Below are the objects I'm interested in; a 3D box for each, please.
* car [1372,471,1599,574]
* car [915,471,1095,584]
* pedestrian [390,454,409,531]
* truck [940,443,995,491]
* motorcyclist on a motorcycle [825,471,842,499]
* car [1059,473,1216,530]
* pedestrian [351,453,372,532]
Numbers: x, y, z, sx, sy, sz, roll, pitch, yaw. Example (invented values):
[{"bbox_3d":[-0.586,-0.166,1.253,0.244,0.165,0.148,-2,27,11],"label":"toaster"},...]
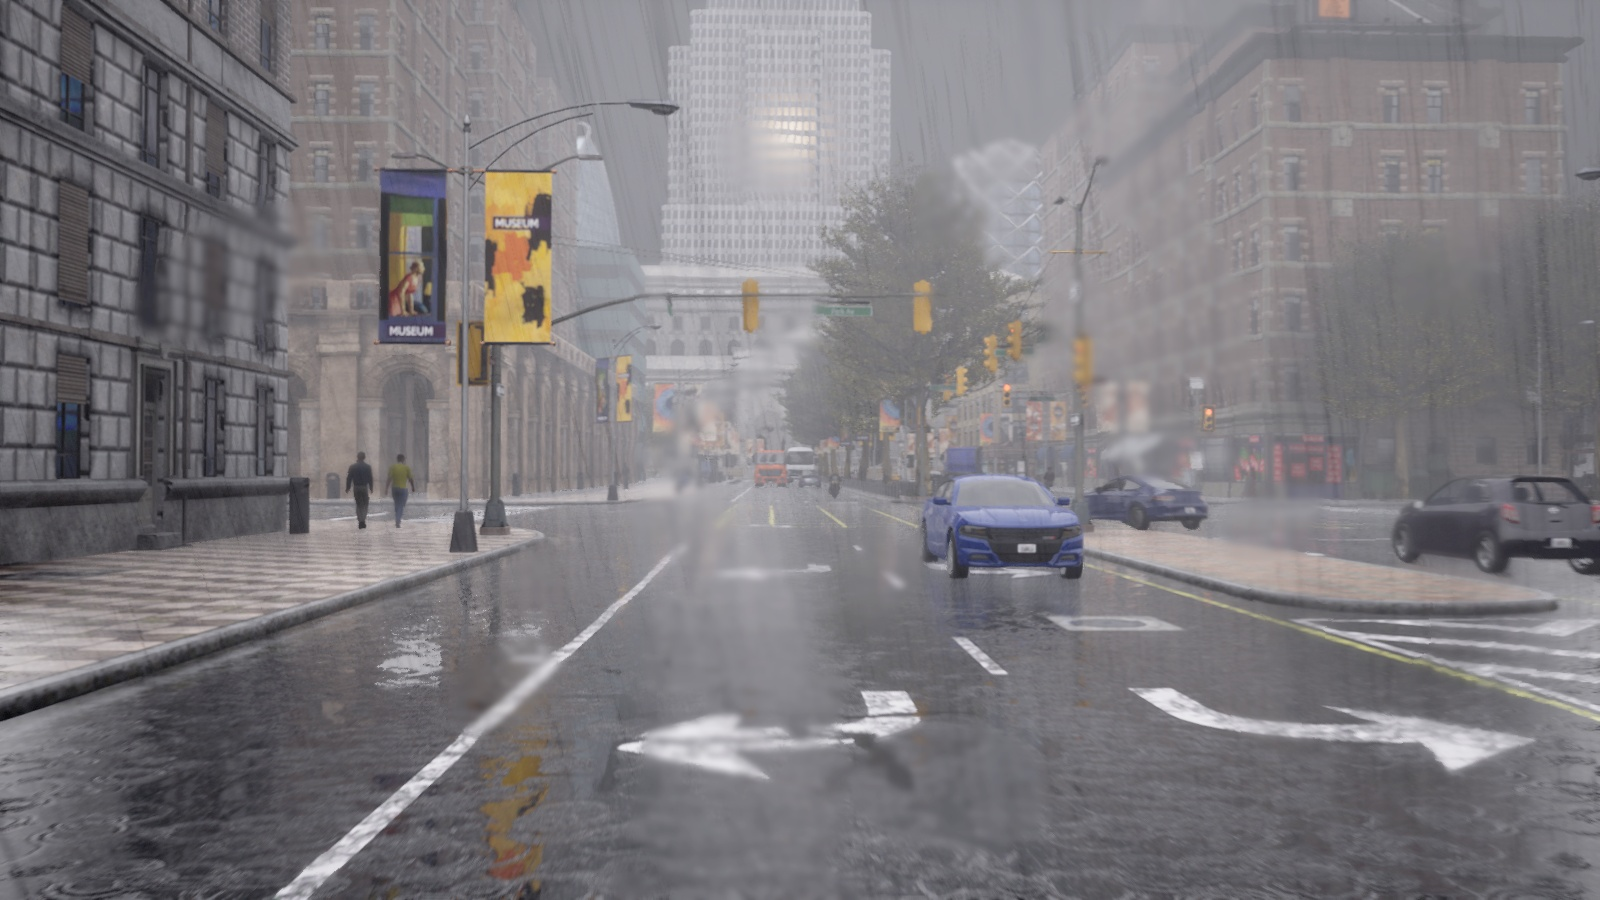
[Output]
[{"bbox_3d":[11.023,1.101,20.266,1.845,1.501,3.633,0,-1,-1],"label":"car"},{"bbox_3d":[3.035,1.096,19.699,1.882,1.535,5.008,0,-1,-1],"label":"car"},{"bbox_3d":[-9.661,1.011,30.299,0.354,1.836,0.706,0,-1,-11],"label":"pedestrian"},{"bbox_3d":[12.664,1.321,95.586,2.891,3.462,7.936,0,-1,-1],"label":"truck"},{"bbox_3d":[1.882,1.993,71.064,0.866,1.530,2.191,0,-1,-1],"label":"motorcyclist on a motorcycle"},{"bbox_3d":[9.178,1.356,34.625,1.812,1.442,4.674,0,-1,-20],"label":"car"},{"bbox_3d":[-10.385,1.006,29.743,0.370,1.835,0.726,0,-1,-12],"label":"pedestrian"}]
